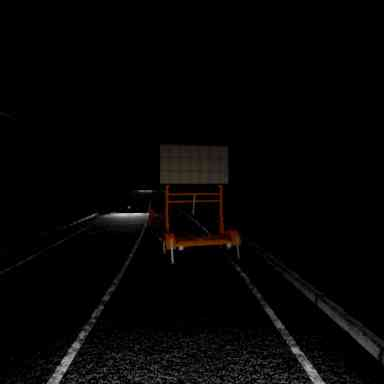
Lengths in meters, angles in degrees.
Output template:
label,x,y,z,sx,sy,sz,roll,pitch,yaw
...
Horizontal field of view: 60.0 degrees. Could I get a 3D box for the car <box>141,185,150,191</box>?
label,x,y,z,sx,sy,sz,roll,pitch,yaw
car,-11.610,-1.100,82.987,1.812,1.442,4.674,0,4,-7

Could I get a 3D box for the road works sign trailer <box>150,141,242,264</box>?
label,x,y,z,sx,sy,sz,roll,pitch,yaw
road works sign trailer,0.036,0.174,10.845,2.380,3.560,2.880,-1,1,-16

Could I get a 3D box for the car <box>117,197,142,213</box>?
label,x,y,z,sx,sy,sz,roll,pitch,yaw
car,-5.478,1.109,29.676,1.994,1.385,4.181,0,0,-7
